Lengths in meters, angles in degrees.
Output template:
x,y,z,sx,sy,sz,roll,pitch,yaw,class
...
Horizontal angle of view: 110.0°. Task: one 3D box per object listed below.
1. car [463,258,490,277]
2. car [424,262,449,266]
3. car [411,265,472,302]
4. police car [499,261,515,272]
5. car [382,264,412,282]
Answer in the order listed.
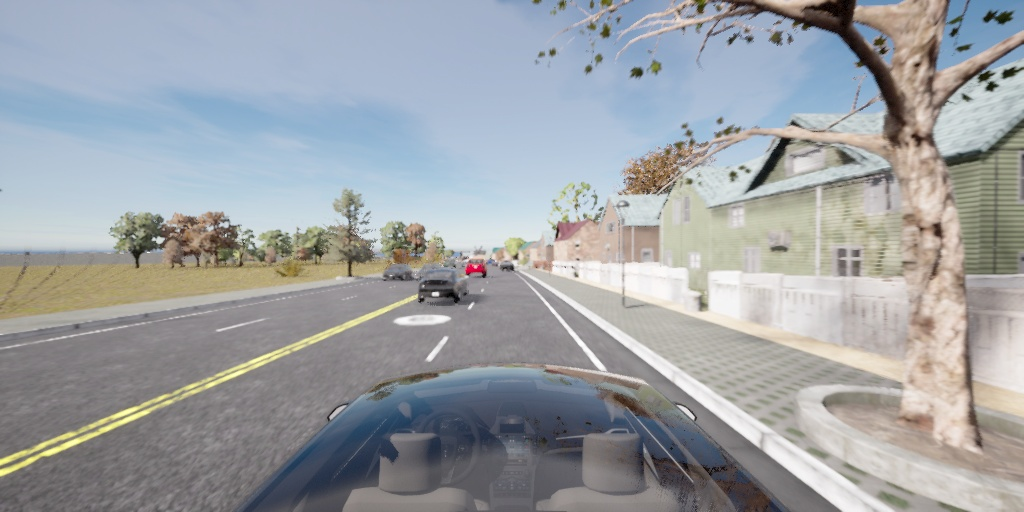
x,y,z,sx,sy,sz,roll,pitch,yaw,class
-3.954,1.271,40.495,2.150,2.045,5.566,0,0,-2,car
-7.070,1.491,31.448,1.837,1.490,4.892,0,-1,-2,car
-3.298,1.377,17.700,1.837,1.490,4.892,0,0,-1,car
-0.617,1.591,56.266,1.930,1.638,5.238,0,0,-3,police car
-10.365,1.511,32.875,1.837,1.490,4.892,0,-1,-2,car
